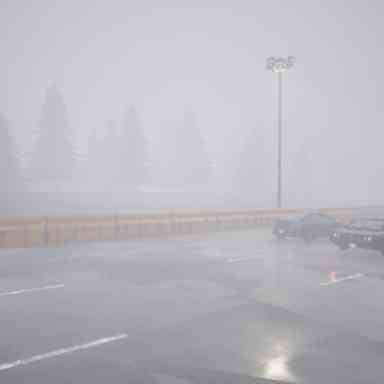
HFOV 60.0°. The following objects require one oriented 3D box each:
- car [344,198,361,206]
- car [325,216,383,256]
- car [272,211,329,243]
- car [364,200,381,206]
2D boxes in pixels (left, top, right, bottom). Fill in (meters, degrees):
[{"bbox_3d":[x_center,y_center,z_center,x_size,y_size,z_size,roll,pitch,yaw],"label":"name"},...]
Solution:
[{"bbox_3d":[31.347,1.946,64.899,2.097,1.767,4.553,0,0,43],"label":"car"},{"bbox_3d":[7.821,1.734,13.736,4.718,1.301,1.895,1,0,-35],"label":"car"},{"bbox_3d":[6.012,1.662,16.741,4.674,1.442,1.812,0,0,-35],"label":"car"},{"bbox_3d":[34.061,2.152,62.676,1.994,1.385,4.181,0,0,43],"label":"car"}]
